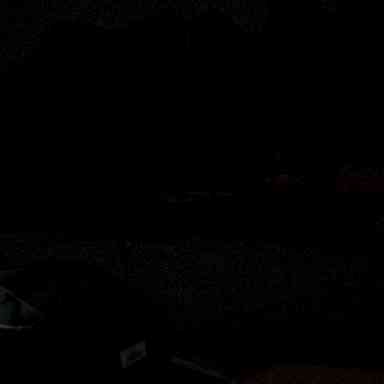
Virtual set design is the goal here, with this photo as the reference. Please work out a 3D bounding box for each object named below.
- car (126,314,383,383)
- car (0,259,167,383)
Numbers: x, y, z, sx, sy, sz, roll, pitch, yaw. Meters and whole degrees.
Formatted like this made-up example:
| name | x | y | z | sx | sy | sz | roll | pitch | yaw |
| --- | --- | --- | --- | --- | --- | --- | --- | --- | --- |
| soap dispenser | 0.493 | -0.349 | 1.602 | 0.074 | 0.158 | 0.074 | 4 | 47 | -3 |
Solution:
| name | x | y | z | sx | sy | sz | roll | pitch | yaw |
| --- | --- | --- | --- | --- | --- | --- | --- | --- | --- |
| car | 2.116 | 1.516 | 1.280 | 4.829 | 1.417 | 1.752 | -1 | 1 | 36 |
| car | -2.249 | 1.606 | 4.394 | 4.313 | 1.339 | 1.947 | -1 | 1 | 36 |
